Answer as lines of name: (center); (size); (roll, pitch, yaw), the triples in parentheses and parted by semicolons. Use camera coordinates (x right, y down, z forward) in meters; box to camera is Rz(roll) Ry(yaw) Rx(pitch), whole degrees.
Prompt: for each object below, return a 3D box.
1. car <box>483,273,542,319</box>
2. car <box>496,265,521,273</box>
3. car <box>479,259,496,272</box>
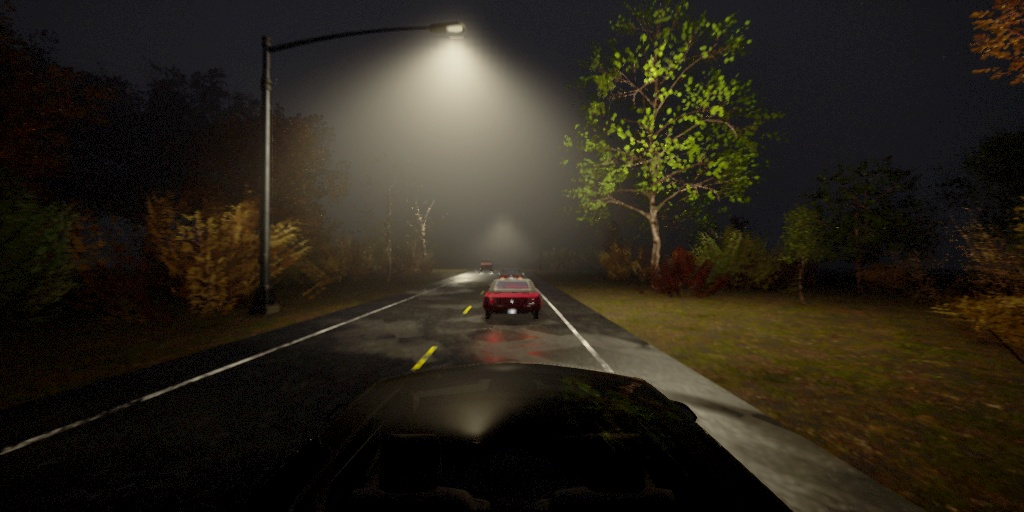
car: (0.020, 1.489, 13.523); (1.895, 1.301, 4.718); (0, -1, 0)
car: (-0.052, 1.594, 26.975); (2.033, 1.411, 5.357); (0, -1, 0)
car: (-4.262, 1.627, 59.815); (2.150, 2.045, 5.566); (0, -1, -4)
